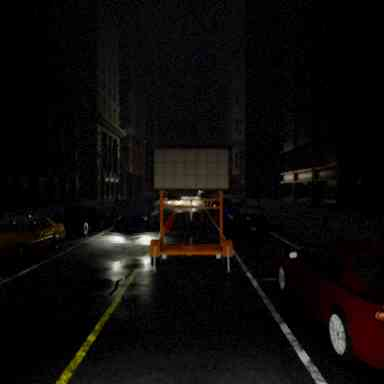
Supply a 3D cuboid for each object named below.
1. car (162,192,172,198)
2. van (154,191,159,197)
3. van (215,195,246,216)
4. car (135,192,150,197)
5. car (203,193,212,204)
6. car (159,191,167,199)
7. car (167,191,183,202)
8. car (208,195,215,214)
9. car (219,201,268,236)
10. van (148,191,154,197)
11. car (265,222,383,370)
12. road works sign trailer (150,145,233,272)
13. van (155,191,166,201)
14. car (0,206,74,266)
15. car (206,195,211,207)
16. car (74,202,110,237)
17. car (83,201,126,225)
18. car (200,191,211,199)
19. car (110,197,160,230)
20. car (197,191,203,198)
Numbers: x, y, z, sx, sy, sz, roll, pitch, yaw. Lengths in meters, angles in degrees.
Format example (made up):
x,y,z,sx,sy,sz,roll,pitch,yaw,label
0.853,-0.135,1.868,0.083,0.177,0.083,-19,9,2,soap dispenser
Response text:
x,y,z,sx,sy,sz,roll,pitch,yaw,label
-5.923,0.767,78.913,1.887,1.381,4.507,0,1,0,car
-5.854,0.880,45.093,1.690,1.788,3.998,0,1,0,van
2.717,1.103,22.582,1.690,1.788,3.998,0,1,0,van
-5.831,1.089,33.822,1.967,1.590,4.097,0,1,0,car
2.683,1.145,39.492,2.008,1.369,4.403,0,1,0,car
-5.877,0.745,56.365,2.192,1.841,5.009,0,1,0,car
-3.183,0.619,59.676,2.150,2.045,5.566,0,1,0,car
2.706,1.256,28.220,2.008,1.369,4.403,0,1,0,car
2.729,1.371,16.948,2.008,1.369,4.403,0,1,0,car
-5.842,0.934,39.457,1.690,1.788,3.998,0,1,0,van
2.753,1.483,5.676,1.887,1.381,4.507,0,1,0,car
-0.018,0.353,10.316,2.380,3.560,2.880,0,1,0,road works sign trailer
-5.889,0.719,62.001,1.690,1.788,3.998,0,1,0,van
-5.784,1.405,11.107,1.752,1.417,4.829,0,1,0,car
2.694,1.231,33.856,1.802,1.307,4.206,0,1,0,car
-5.796,1.385,16.913,1.947,1.339,4.313,0,1,0,car
-5.807,1.344,22.550,1.802,1.307,4.206,0,1,0,car
2.660,1.030,50.764,1.887,1.381,4.507,0,1,0,car
-3.138,1.270,19.507,1.882,1.535,5.008,0,1,0,car
2.636,0.693,62.033,2.192,1.841,5.009,0,1,0,car
